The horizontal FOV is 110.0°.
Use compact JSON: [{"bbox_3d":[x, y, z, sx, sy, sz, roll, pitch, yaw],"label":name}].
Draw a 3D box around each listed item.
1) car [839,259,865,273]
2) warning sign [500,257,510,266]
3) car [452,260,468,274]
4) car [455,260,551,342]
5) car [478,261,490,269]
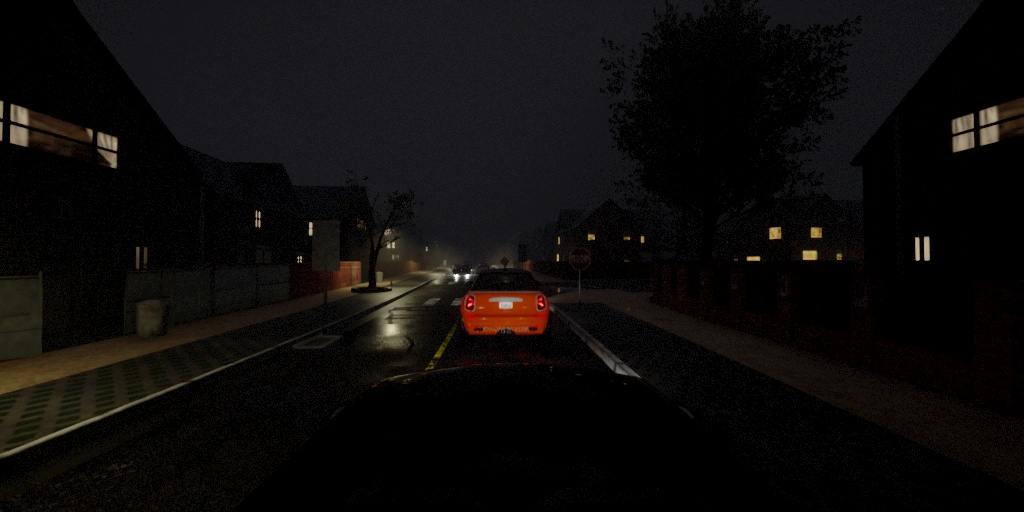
[{"bbox_3d":[24.118,0.987,25.721,4.553,1.767,2.097,0,-1,-6],"label":"car"},{"bbox_3d":[-0.938,1.015,47.051,1.300,1.860,1.060,0,0,-5],"label":"warning sign"},{"bbox_3d":[-5.889,1.429,42.401,1.994,1.385,4.181,0,0,-5],"label":"car"},{"bbox_3d":[-0.230,1.110,10.037,2.097,1.767,4.553,0,0,-3],"label":"car"},{"bbox_3d":[-5.003,1.595,63.953,1.994,1.385,4.181,0,0,-5],"label":"car"}]
